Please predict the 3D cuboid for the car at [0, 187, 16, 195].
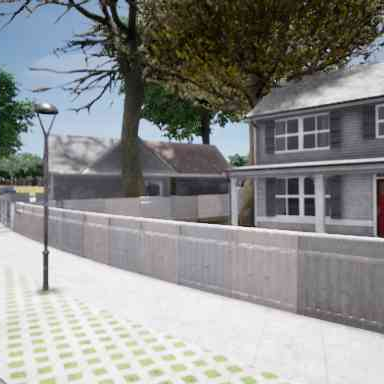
[{"bbox_3d":[-31.253,0.167,54.745,2.150,2.045,5.566,-1,1,-1],"label":"car"}]
